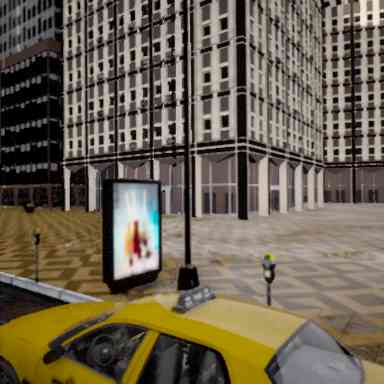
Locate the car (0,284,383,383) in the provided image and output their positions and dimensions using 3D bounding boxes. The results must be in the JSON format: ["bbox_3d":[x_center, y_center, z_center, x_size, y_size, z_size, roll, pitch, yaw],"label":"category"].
[{"bbox_3d":[-0.197,1.531,3.021,4.829,1.417,1.752,0,-1,35],"label":"car"}]
